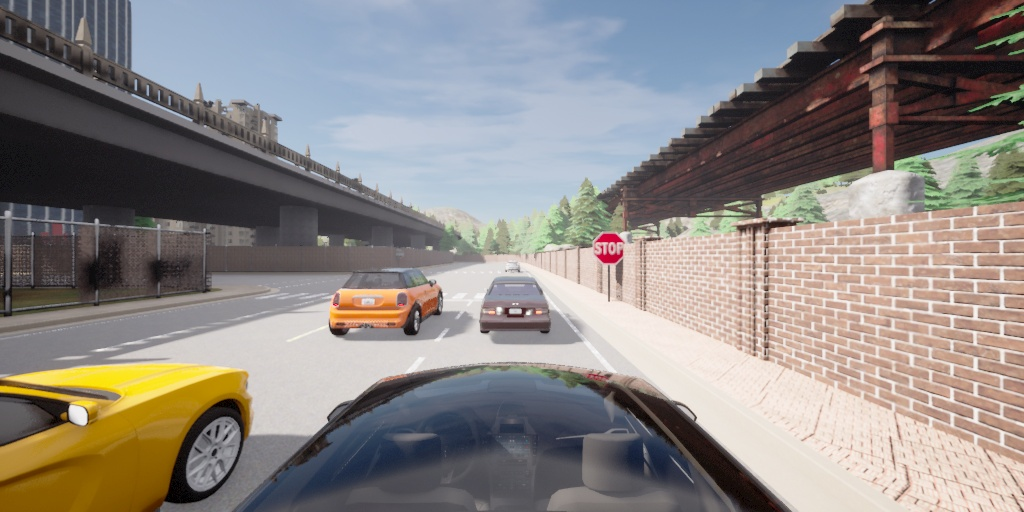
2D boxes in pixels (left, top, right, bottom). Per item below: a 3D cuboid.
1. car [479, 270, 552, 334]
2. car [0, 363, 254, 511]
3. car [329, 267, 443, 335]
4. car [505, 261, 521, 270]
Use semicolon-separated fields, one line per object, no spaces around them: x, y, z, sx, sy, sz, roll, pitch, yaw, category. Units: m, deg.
0.076;1.307;10.673;2.033;1.411;5.357;0;0;0;car
-3.398;1.227;1.392;1.882;1.535;5.008;0;0;0;car
-3.426;1.111;10.649;2.097;1.767;4.553;0;0;0;car
0.071;1.320;45.536;1.812;1.442;4.674;0;0;-1;car
